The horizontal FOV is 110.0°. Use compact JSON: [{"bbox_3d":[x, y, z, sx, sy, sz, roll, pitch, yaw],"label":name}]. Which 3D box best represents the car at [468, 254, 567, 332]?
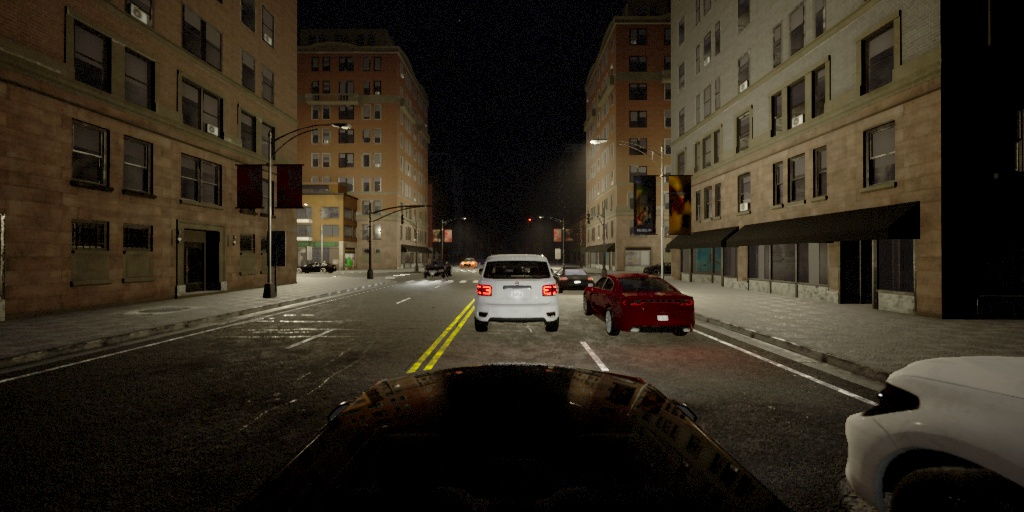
[{"bbox_3d":[0.123,0.971,11.009,2.150,2.045,5.566,0,0,0],"label":"car"}]

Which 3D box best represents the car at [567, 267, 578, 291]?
[{"bbox_3d":[3.389,1.313,20.529,1.994,1.385,4.181,0,0,0],"label":"car"}]

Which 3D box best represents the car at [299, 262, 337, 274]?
[{"bbox_3d":[-22.042,1.325,40.345,4.313,1.339,1.948,0,0,0],"label":"car"}]

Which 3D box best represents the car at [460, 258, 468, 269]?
[{"bbox_3d":[-6.479,1.094,54.075,2.097,1.767,4.553,0,0,0],"label":"car"}]

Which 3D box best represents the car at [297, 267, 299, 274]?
[{"bbox_3d":[-22.101,1.169,32.320,4.097,1.591,1.967,0,0,0],"label":"car"}]

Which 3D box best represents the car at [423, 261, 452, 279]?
[{"bbox_3d":[-6.535,1.226,31.981,2.128,1.511,4.902,0,0,0],"label":"car"}]

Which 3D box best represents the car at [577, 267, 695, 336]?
[{"bbox_3d":[3.369,1.227,10.441,1.882,1.535,5.008,0,0,0],"label":"car"}]

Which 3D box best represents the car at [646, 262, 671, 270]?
[{"bbox_3d":[16.111,1.350,37.882,4.181,1.385,1.994,0,0,0],"label":"car"}]
